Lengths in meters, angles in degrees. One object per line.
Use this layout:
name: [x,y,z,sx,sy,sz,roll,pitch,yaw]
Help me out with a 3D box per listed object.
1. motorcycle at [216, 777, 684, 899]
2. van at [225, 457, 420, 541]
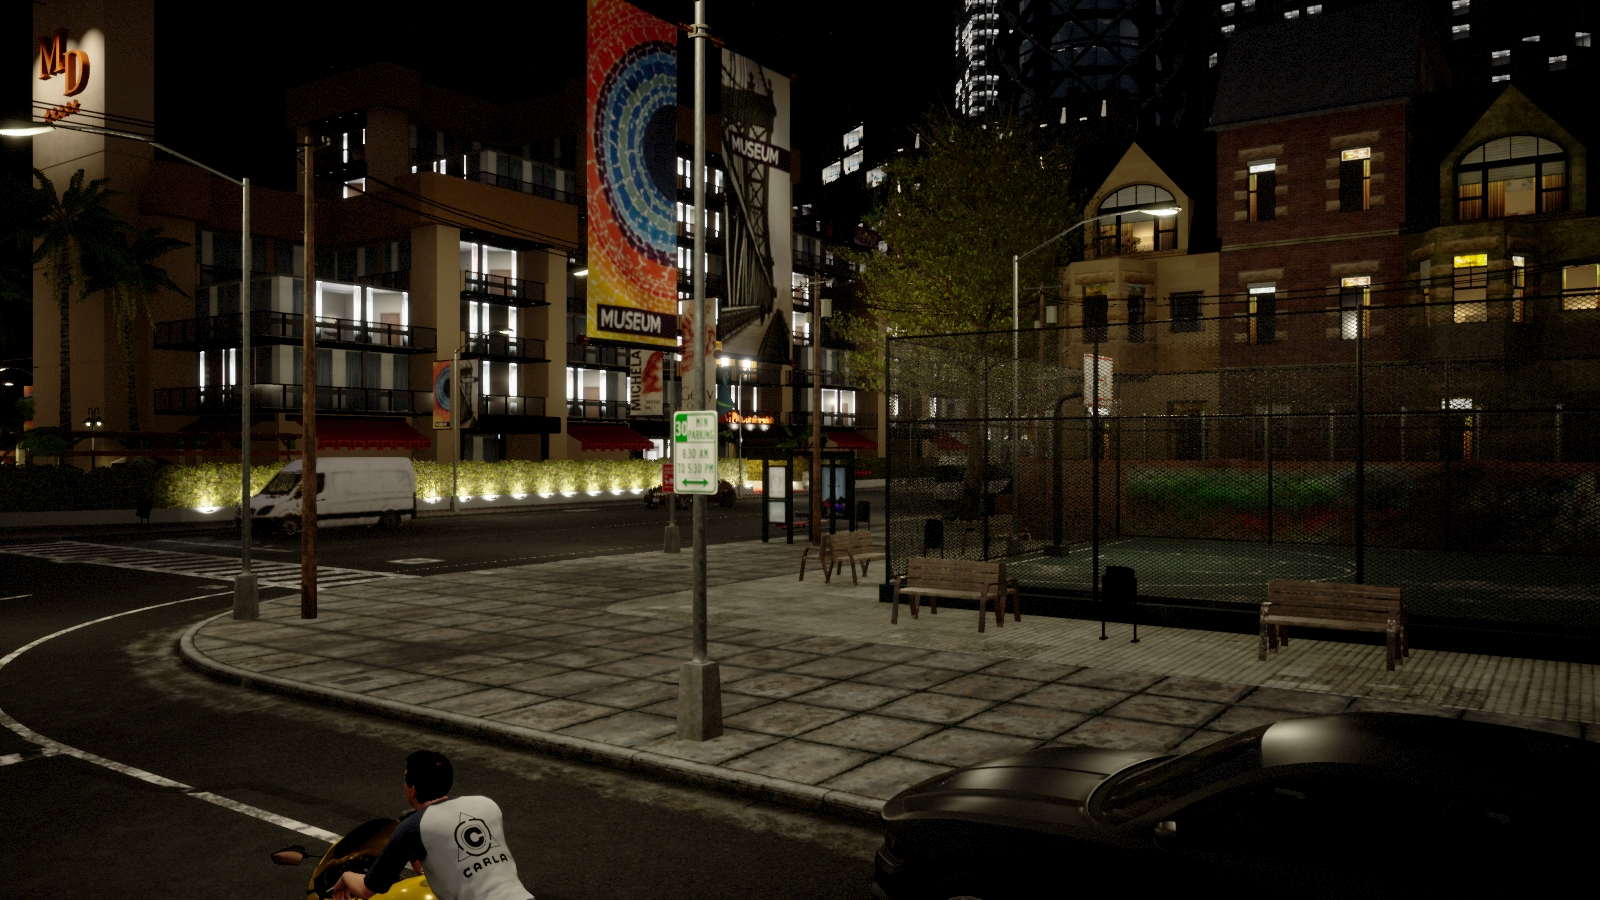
motorcycle: [-1.529,2.213,4.819,2.033,1.145,0.803,0,0,35]
van: [-15.885,1.534,38.398,1.988,2.561,5.915,0,0,35]
